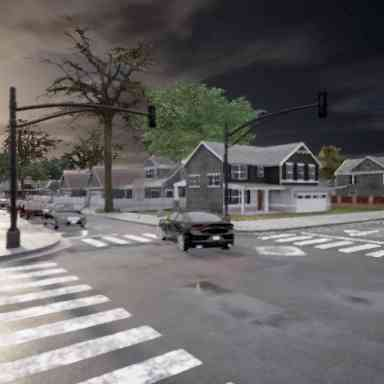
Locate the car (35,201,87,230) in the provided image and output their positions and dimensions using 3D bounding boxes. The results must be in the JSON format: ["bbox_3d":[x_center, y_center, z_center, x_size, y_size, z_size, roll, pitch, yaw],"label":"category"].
[{"bbox_3d":[-8.320,1.498,21.477,2.128,1.511,4.902,0,0,-35],"label":"car"}]

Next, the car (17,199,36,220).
[{"bbox_3d":[-13.814,1.500,29.224,1.882,1.535,5.008,0,0,-35],"label":"car"}]

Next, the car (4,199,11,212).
[{"bbox_3d":[-19.214,1.564,36.844,1.812,1.442,4.674,0,0,-35],"label":"car"}]

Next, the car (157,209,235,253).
[{"bbox_3d":[-0.023,1.447,13.849,1.882,1.535,5.008,1,0,-20],"label":"car"}]

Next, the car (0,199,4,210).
[{"bbox_3d":[-25.047,1.656,45.145,1.895,1.301,4.718,0,0,-35],"label":"car"}]
